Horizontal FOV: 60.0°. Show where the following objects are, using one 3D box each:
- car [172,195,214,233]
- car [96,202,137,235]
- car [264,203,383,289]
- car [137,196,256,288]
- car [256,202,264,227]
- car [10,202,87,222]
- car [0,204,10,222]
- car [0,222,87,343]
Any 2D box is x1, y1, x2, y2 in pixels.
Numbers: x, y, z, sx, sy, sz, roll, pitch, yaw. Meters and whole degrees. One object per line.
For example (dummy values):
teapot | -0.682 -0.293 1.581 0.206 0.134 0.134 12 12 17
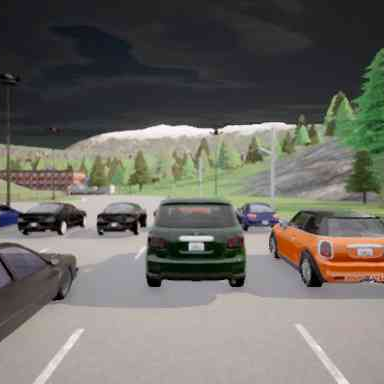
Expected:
car | 0.017 1.112 18.612 2.097 1.767 4.553 0 1 -1
car | -3.456 1.256 17.151 1.882 1.535 5.008 0 1 0
car | 3.579 1.236 9.014 2.097 1.767 4.553 0 1 0
car | 0.080 1.104 9.031 2.150 2.045 5.566 0 1 0
car | 3.523 1.288 18.439 1.812 1.442 4.674 0 1 -1
car | -6.963 1.256 17.161 1.882 1.535 5.008 0 1 1
car | -10.457 1.302 17.363 1.812 1.442 4.674 0 1 -1
car | -3.408 1.482 4.994 2.033 1.411 5.357 0 1 -1
